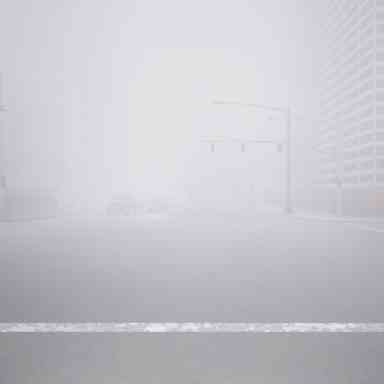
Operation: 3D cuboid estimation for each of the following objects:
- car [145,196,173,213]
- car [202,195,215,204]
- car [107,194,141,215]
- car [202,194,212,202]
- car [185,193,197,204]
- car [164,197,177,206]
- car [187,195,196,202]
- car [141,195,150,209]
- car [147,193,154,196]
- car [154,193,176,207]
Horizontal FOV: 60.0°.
[{"bbox_3d":[-3.681,1.492,37.513,2.128,1.511,4.902,0,0,0],"label":"car"},{"bbox_3d":[3.457,1.526,64.730,1.812,1.442,4.674,0,0,0],"label":"car"},{"bbox_3d":[-7.157,1.221,34.590,2.150,2.045,5.566,0,0,2],"label":"car"},{"bbox_3d":[3.343,1.355,74.633,2.097,1.767,4.553,0,0,0],"label":"car"},{"bbox_3d":[-0.137,1.221,63.810,2.150,2.045,5.566,0,0,0],"label":"car"},{"bbox_3d":[-3.711,1.564,57.419,1.994,1.385,4.181,0,0,-1],"label":"car"},{"bbox_3d":[-0.160,1.382,74.481,1.994,1.385,4.181,0,0,0],"label":"car"},{"bbox_3d":[-7.197,1.547,44.842,2.033,1.411,5.357,0,0,0],"label":"car"},{"bbox_3d":[-7.202,1.221,59.750,2.150,2.045,5.566,0,0,0],"label":"car"},{"bbox_3d":[-3.697,1.353,46.734,2.097,1.767,4.553,0,0,0],"label":"car"}]
